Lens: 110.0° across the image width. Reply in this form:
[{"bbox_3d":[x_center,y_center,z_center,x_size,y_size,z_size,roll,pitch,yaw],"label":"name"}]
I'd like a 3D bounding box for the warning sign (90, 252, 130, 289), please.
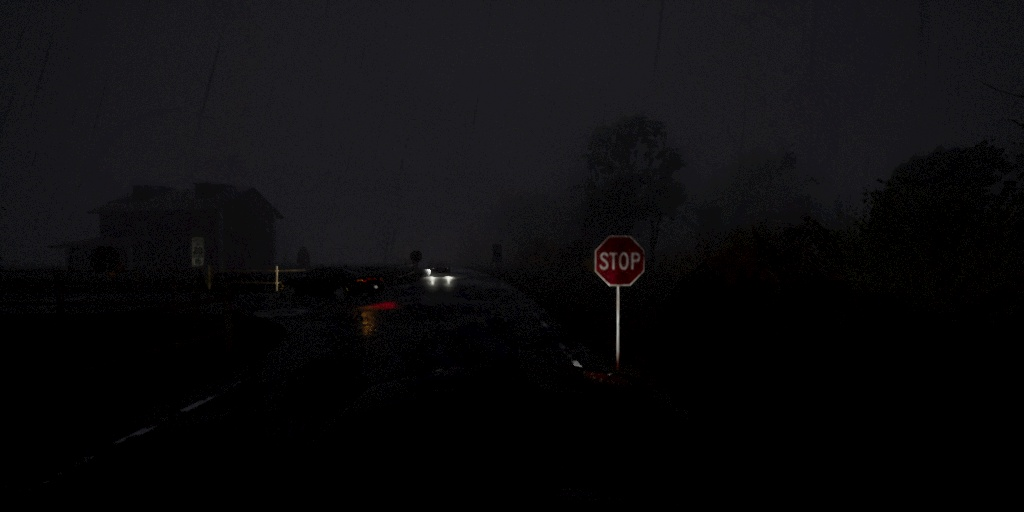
[{"bbox_3d":[-21.747,0.837,19.477,1.060,1.860,1.300,0,0,-1],"label":"warning sign"}]

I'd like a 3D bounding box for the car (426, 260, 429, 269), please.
[{"bbox_3d":[-11.511,1.168,52.562,1.837,1.490,4.892,0,0,-17],"label":"car"}]

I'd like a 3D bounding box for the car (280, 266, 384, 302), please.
[{"bbox_3d":[-8.361,1.208,16.622,5.008,1.535,1.882,0,-1,19],"label":"car"}]

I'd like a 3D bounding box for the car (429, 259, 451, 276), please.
[{"bbox_3d":[-7.313,1.168,36.682,1.882,1.535,5.008,0,0,-13],"label":"car"}]
